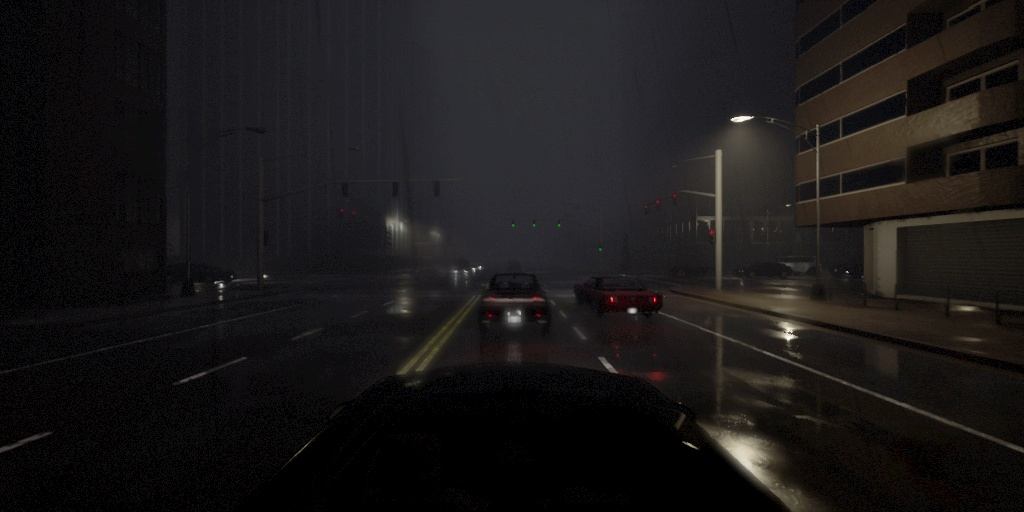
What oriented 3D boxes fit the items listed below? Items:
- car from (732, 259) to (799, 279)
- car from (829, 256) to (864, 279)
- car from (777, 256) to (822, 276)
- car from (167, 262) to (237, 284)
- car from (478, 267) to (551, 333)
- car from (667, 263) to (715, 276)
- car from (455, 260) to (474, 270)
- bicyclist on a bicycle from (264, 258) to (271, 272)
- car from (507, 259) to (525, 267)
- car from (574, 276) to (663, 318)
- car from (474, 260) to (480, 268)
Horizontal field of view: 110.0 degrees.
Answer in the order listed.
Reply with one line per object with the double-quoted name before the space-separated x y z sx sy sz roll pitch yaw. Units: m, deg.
"car" 23.088 1.286 33.148 4.892 1.490 1.837 0 0 1
"car" 32.662 1.003 33.045 5.566 2.045 2.150 0 0 1
"car" 28.273 1.007 36.594 5.566 2.045 2.150 0 0 1
"car" -23.056 1.279 26.433 4.892 1.490 1.837 0 0 1
"car" 0.073 1.251 10.743 2.128 1.511 4.902 0 0 0
"car" 18.533 1.386 36.718 4.718 1.301 1.895 0 0 1
"car" -7.067 1.305 52.143 1.837 1.490 4.892 0 0 0
"bicyclist on a bicycle" -28.755 1.091 41.976 0.582 1.620 1.656 0 0 1
"car" 0.269 1.346 50.187 2.033 1.411 5.357 0 0 -2
"car" 3.582 1.362 13.079 1.895 1.301 4.718 0 0 -2
"car" -7.043 1.336 62.227 1.812 1.442 4.674 0 0 0
